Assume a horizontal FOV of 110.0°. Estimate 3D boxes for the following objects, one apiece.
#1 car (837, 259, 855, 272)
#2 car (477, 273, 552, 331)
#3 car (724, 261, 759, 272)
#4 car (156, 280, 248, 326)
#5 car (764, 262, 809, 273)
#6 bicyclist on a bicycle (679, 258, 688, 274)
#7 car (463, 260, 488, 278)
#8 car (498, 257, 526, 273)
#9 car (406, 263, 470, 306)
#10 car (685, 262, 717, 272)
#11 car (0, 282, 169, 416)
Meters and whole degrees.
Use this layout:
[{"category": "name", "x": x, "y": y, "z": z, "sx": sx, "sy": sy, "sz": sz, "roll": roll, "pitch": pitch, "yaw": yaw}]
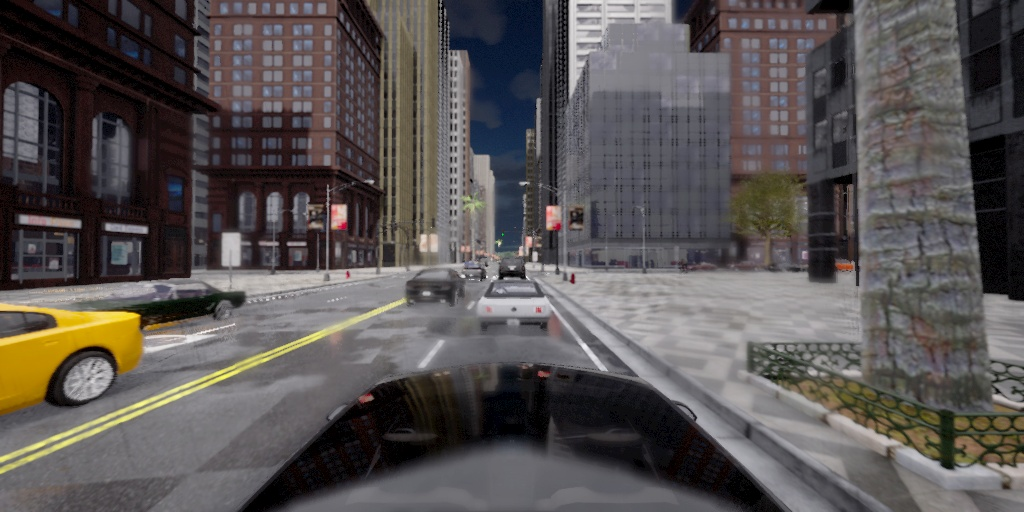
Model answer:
[{"category": "car", "x": 40.514, "y": 1.162, "z": 44.313, "sx": 4.553, "sy": 1.767, "sz": 2.097, "roll": 0, "pitch": -1, "yaw": -1}, {"category": "car", "x": 0.067, "y": 1.370, "z": 11.103, "sx": 1.895, "sy": 1.301, "sz": 4.718, "roll": 0, "pitch": 0, "yaw": 0}, {"category": "car", "x": 31.963, "y": 1.357, "z": 50.029, "sx": 4.097, "sy": 1.591, "sz": 1.967, "roll": 0, "pitch": 0, "yaw": -1}, {"category": "car", "x": -9.871, "y": 1.367, "z": 9.878, "sx": 1.895, "sy": 1.301, "sz": 4.718, "roll": 0, "pitch": 0, "yaw": 0}, {"category": "car", "x": 32.115, "y": 1.358, "z": 41.505, "sx": 4.313, "sy": 1.339, "sz": 1.948, "roll": 0, "pitch": 0, "yaw": -1}, {"category": "bicyclist on a bicycle", "x": 18.288, "y": 1.091, "z": 38.298, "sx": 0.582, "sy": 1.620, "sz": 1.656, "roll": 0, "pitch": -1, "yaw": -1}, {"category": "car", "x": -3.239, "y": 1.359, "z": 31.020, "sx": 2.128, "sy": 1.511, "sz": 4.902, "roll": 0, "pitch": 0, "yaw": 0}, {"category": "car", "x": 0.015, "y": 1.081, "z": 29.920, "sx": 2.150, "sy": 2.045, "sz": 5.566, "roll": 0, "pitch": 0, "yaw": 0}, {"category": "car", "x": -3.194, "y": 1.262, "z": 15.872, "sx": 1.882, "sy": 1.535, "sz": 5.008, "roll": 0, "pitch": 0, "yaw": 0}, {"category": "car", "x": 26.325, "y": 1.515, "z": 49.925, "sx": 4.207, "sy": 1.307, "sz": 1.802, "roll": 0, "pitch": 0, "yaw": -1}, {"category": "car", "x": -6.602, "y": 1.229, "z": 3.376, "sx": 1.882, "sy": 1.535, "sz": 5.008, "roll": 0, "pitch": 0, "yaw": 0}]
